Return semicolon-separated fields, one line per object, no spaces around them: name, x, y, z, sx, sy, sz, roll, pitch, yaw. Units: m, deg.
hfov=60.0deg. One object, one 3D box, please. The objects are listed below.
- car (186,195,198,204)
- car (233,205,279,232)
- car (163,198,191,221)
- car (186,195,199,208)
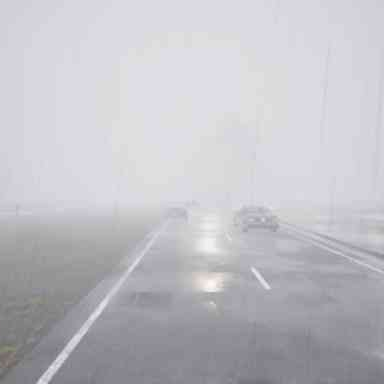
car;0.009;1.328;60.990;2.128;1.511;4.902;0;0;0
car;3.602;1.475;19.383;2.033;1.411;5.357;0;0;0
car;-1.221;1.434;26.083;1.812;1.442;4.674;0;0;0
car;0.035;1.473;46.262;1.895;1.301;4.718;0;0;1
